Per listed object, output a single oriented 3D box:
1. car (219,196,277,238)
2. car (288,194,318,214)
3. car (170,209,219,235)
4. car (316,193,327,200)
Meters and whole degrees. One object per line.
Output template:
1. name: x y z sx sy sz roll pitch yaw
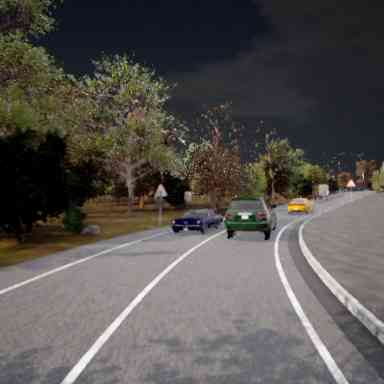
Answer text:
1. car: 3.301 1.266 18.041 2.150 2.045 5.566 -2 -1 18
2. car: 11.435 1.389 34.699 1.882 1.535 5.008 -3 0 31
3. car: 0.369 1.726 20.065 1.895 1.301 4.718 -1 -1 19
4. car: 22.550 0.902 58.684 1.895 1.301 4.718 -3 0 32
